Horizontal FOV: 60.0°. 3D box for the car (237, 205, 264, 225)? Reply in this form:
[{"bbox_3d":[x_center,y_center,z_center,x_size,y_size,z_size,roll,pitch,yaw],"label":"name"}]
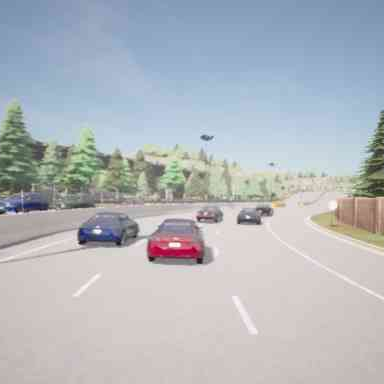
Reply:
[{"bbox_3d":[5.088,2.083,29.424,1.994,1.385,4.181,2,-1,13],"label":"car"}]

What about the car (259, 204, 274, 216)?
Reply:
[{"bbox_3d":[9.395,2.300,43.190,1.882,1.535,5.008,2,0,21],"label":"car"}]

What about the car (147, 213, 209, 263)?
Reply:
[{"bbox_3d":[-0.500,1.705,12.745,1.994,1.385,4.181,2,-1,1],"label":"car"}]

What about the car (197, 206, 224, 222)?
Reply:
[{"bbox_3d":[1.729,1.977,30.649,2.033,1.411,5.357,2,-1,13],"label":"car"}]

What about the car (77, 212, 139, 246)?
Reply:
[{"bbox_3d":[-3.850,1.639,15.912,1.994,1.385,4.181,2,-1,3],"label":"car"}]

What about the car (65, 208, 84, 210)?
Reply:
[{"bbox_3d":[-12.015,1.260,33.955,2.150,2.045,5.566,1,-1,13],"label":"car"}]

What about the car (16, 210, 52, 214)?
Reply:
[{"bbox_3d":[-16.039,1.110,31.787,2.150,2.045,5.566,2,-1,12],"label":"car"}]
